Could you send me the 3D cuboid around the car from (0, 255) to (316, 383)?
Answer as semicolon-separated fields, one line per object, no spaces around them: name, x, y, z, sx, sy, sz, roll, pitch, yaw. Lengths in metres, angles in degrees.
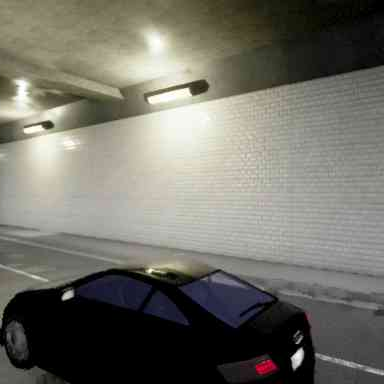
car;-0.634;1.568;4.332;4.181;1.385;1.994;0;0;34
